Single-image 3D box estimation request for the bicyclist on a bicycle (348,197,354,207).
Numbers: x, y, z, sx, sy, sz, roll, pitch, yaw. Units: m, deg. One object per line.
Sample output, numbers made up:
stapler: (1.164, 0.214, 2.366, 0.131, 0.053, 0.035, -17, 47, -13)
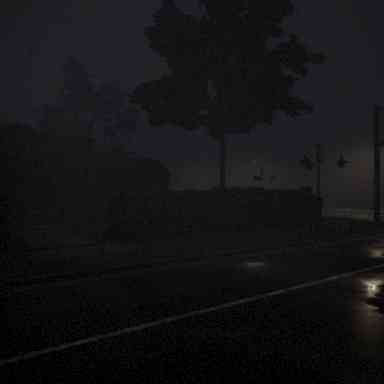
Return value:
bicyclist on a bicycle: (25.502, 1.648, 53.436, 1.656, 1.620, 0.582, -6, -7, -37)
